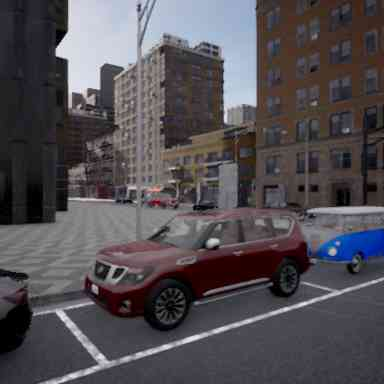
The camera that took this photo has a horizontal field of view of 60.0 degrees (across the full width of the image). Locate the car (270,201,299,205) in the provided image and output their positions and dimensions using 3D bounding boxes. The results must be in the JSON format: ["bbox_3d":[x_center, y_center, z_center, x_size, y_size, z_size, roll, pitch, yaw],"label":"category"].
[{"bbox_3d":[7.779,1.471,26.787,1.882,1.535,5.008,0,0,-34],"label":"car"}]

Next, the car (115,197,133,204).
[{"bbox_3d":[-12.721,1.554,61.934,1.895,1.301,4.718,0,0,-35],"label":"car"}]

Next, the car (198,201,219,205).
[{"bbox_3d":[2.152,1.595,34.944,1.895,1.301,4.718,0,0,-35],"label":"car"}]

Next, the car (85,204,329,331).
[{"bbox_3d":[0.420,1.322,7.066,5.009,1.841,2.192,0,0,-36],"label":"car"}]

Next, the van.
[{"bbox_3d":[5.012,1.355,10.342,3.998,1.788,1.690,0,0,-36],"label":"van"}]

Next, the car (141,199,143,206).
[{"bbox_3d":[-6.876,1.473,53.563,2.128,1.511,4.902,0,0,-34],"label":"car"}]

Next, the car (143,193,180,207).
[{"bbox_3d":[-3.814,1.214,43.600,2.150,2.045,5.566,0,0,-35],"label":"car"}]

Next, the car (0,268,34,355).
[{"bbox_3d":[-4.172,1.563,3.790,4.313,1.339,1.947,0,0,-36],"label":"car"}]
